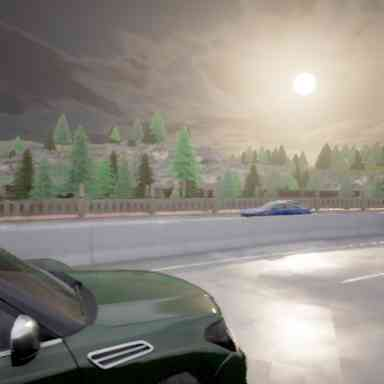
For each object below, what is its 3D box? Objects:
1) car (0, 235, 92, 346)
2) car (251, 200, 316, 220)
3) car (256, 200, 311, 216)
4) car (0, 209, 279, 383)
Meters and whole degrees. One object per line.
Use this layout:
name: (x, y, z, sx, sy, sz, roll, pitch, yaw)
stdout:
car: (-4.152, 1.571, 4.990, 4.718, 1.301, 1.895, 0, 0, -35)
car: (7.555, 1.441, 27.558, 4.902, 1.511, 2.128, 0, 0, -23)
car: (5.678, 1.426, 22.937, 5.008, 1.535, 1.882, 0, 0, -24)
car: (-2.166, 1.208, 2.134, 5.566, 2.045, 2.150, 0, 0, -35)
